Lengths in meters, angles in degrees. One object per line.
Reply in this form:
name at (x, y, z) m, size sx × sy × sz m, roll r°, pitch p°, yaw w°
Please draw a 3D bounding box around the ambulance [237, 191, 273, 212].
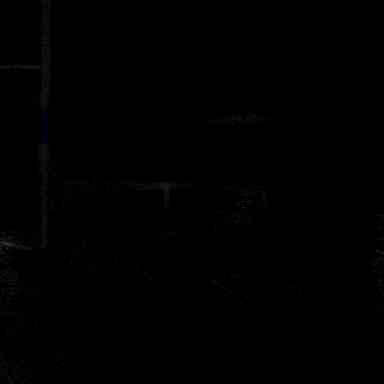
ambulance at (7.744, 1.074, 40.947) m, size 2.351 × 2.431 × 6.366 m, roll 1°, pitch 0°, yaw 35°
